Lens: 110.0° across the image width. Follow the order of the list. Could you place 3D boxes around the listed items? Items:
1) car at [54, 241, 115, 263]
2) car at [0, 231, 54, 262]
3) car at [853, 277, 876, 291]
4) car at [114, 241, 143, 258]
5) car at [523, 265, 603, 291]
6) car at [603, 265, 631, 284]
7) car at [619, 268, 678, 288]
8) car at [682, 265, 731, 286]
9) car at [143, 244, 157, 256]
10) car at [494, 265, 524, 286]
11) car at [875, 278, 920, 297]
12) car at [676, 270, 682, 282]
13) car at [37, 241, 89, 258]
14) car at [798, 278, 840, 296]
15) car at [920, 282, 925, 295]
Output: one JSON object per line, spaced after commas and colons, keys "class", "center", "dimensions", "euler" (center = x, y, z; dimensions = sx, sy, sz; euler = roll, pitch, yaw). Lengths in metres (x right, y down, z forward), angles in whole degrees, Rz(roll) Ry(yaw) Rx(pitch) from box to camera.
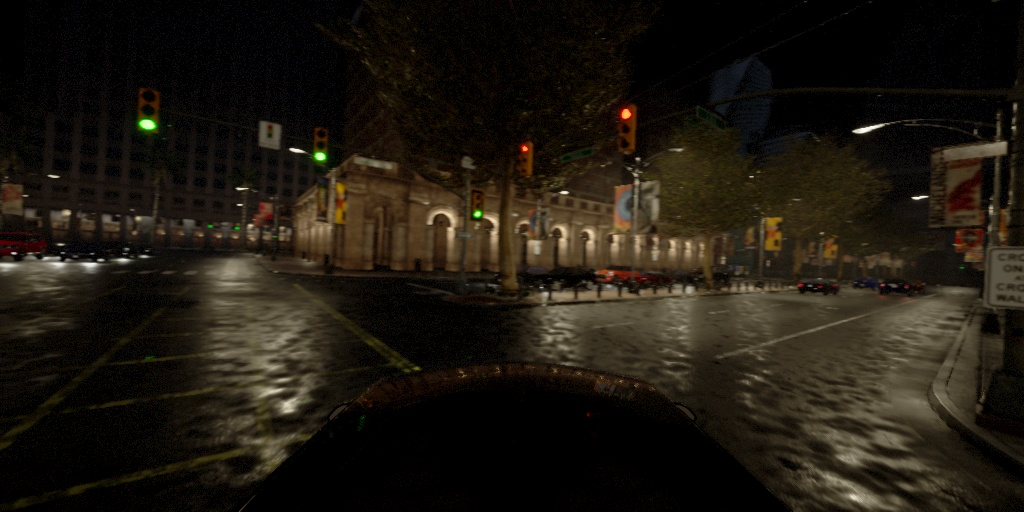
{"class": "car", "center": [-33.501, -0.290, 28.252], "dimensions": [1.812, 1.442, 4.674], "euler": [3, 0, -37]}
{"class": "car", "center": [-36.017, -0.718, 25.800], "dimensions": [2.150, 2.045, 5.566], "euler": [3, 0, -37]}
{"class": "car", "center": [42.583, 3.318, 42.977], "dimensions": [5.008, 1.535, 1.882], "euler": [3, 0, -37]}
{"class": "car", "center": [-39.066, -0.719, 35.696], "dimensions": [2.097, 1.767, 4.553], "euler": [3, 0, -36]}
{"class": "car", "center": [3.464, 1.422, 23.758], "dimensions": [5.008, 1.535, 1.882], "euler": [3, 0, -37]}
{"class": "car", "center": [9.513, 1.598, 32.690], "dimensions": [4.553, 1.767, 2.097], "euler": [3, 0, -37]}
{"class": "car", "center": [11.340, 1.930, 29.699], "dimensions": [4.718, 1.301, 1.895], "euler": [3, 0, -37]}
{"class": "car", "center": [19.905, 1.968, 36.122], "dimensions": [5.566, 2.045, 2.150], "euler": [3, 0, -37]}
{"class": "car", "center": [-45.254, -0.808, 44.072], "dimensions": [2.033, 1.411, 5.357], "euler": [3, 0, -37]}
{"class": "car", "center": [1.291, 1.392, 26.504], "dimensions": [5.357, 1.411, 2.033], "euler": [3, 0, -37]}
{"class": "car", "center": [37.070, 2.917, 34.439], "dimensions": [4.553, 1.767, 2.097], "euler": [3, 0, -37]}
{"class": "car", "center": [17.935, 2.204, 39.034], "dimensions": [5.357, 1.411, 2.033], "euler": [3, 0, -37]}
{"class": "car", "center": [-41.790, -0.640, 33.470], "dimensions": [1.994, 1.385, 4.181], "euler": [3, 0, -37]}
{"class": "car", "center": [26.265, 2.591, 30.674], "dimensions": [5.357, 1.411, 2.033], "euler": [3, 0, -37]}
{"class": "car", "center": [44.561, 3.408, 40.094], "dimensions": [5.008, 1.535, 1.882], "euler": [3, 0, -37]}
